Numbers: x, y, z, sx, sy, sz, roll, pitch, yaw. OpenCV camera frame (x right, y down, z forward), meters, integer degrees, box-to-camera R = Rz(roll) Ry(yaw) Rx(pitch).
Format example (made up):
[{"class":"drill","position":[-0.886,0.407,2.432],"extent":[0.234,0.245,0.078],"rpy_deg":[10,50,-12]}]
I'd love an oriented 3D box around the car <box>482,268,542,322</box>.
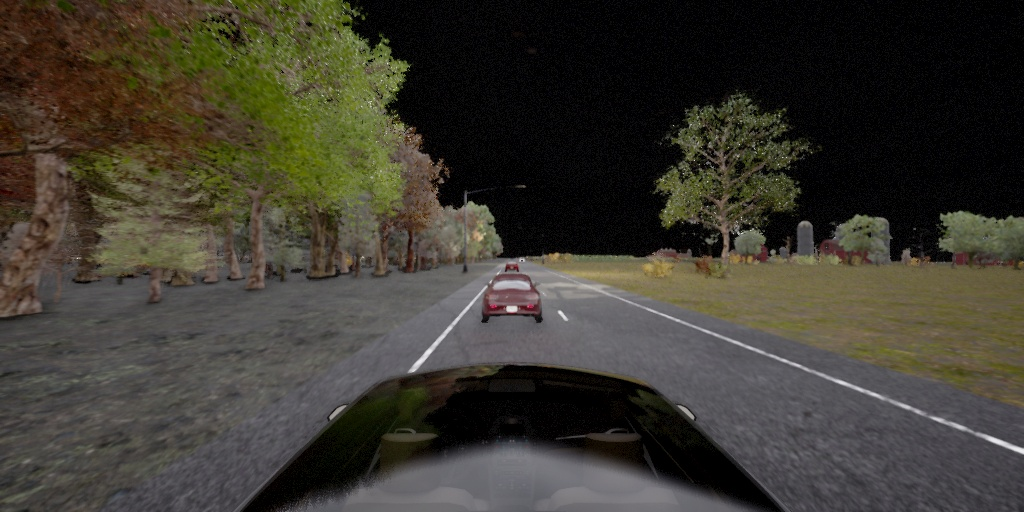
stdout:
[{"class":"car","position":[-0.004,1.323,12.319],"extent":[1.812,1.442,4.674],"rpy_deg":[0,0,0]}]

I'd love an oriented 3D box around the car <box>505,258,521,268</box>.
[{"class":"car","position":[-0.009,1.448,51.592],"extent":[1.882,1.535,5.008],"rpy_deg":[0,0,0]}]
